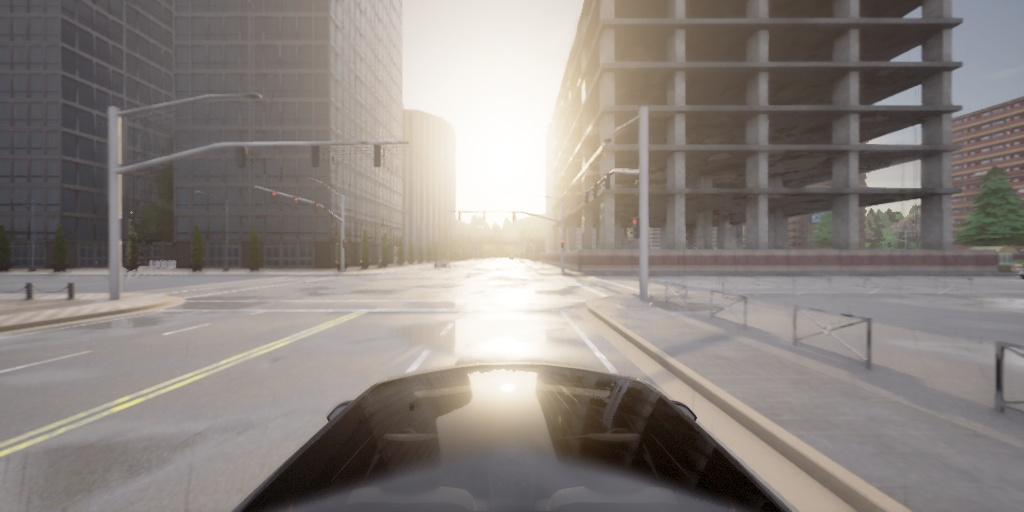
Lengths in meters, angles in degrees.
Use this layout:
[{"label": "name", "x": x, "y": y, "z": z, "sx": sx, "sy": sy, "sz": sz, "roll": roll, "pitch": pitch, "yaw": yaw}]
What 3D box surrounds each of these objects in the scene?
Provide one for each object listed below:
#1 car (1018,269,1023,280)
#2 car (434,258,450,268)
[{"label": "car", "x": 41.453, "y": 1.127, "z": 27.043, "sx": 4.674, "sy": 1.442, "sz": 1.812, "roll": 0, "pitch": 0, "yaw": 0}, {"label": "car", "x": -10.506, "y": 1.099, "z": 54.108, "sx": 2.128, "sy": 1.511, "sz": 4.902, "roll": 0, "pitch": 1, "yaw": 0}]
